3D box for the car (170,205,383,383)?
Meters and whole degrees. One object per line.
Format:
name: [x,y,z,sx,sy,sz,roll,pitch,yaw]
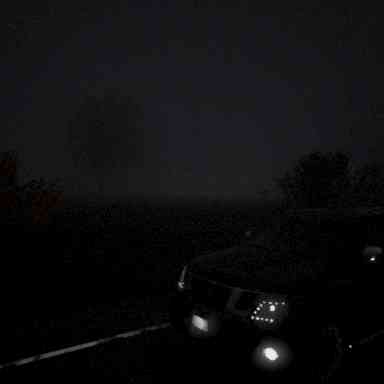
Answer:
car: [2.351,1.278,5.672,5.566,2.045,2.150,1,0,-36]
